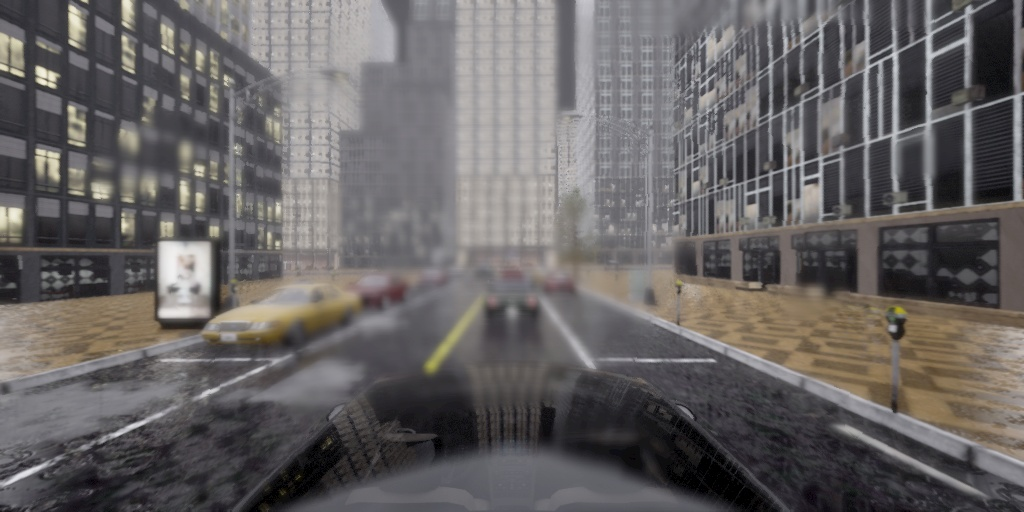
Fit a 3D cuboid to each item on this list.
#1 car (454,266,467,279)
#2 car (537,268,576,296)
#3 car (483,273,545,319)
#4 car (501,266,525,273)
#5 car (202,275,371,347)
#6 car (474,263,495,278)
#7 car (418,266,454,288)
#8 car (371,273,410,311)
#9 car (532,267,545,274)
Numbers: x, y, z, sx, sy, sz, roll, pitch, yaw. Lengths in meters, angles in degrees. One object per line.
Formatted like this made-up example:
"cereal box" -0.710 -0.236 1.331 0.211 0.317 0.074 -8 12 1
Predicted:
"car" -5.693 1.717 37.606 2.007 1.370 4.403 0 0 0
"car" 2.688 1.555 20.929 1.802 1.307 4.207 0 0 0
"car" 0.035 1.487 13.509 1.895 1.301 4.718 0 -1 1
"car" 0.051 1.558 30.223 1.882 1.535 5.008 0 0 0
"car" -5.693 1.370 9.641 1.751 1.417 4.829 0 0 0
"car" -3.046 1.557 40.989 2.097 1.767 4.553 0 -1 0
"car" -5.693 1.620 26.488 1.802 1.307 4.207 0 0 0
"car" -5.692 1.454 15.370 1.888 1.381 4.507 0 0 0
"car" 2.687 1.627 32.218 1.751 1.417 4.829 0 0 0
